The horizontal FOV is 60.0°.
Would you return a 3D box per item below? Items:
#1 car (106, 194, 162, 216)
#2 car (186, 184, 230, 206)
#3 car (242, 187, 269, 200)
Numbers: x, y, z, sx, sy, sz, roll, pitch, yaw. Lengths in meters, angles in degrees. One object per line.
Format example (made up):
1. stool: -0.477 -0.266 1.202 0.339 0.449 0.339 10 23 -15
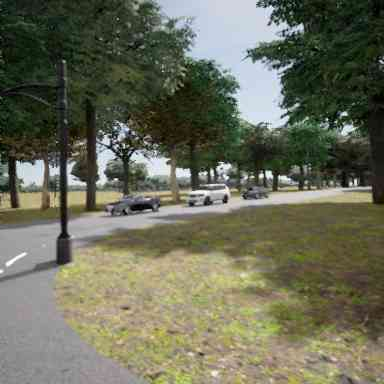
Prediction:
1. car: -4.410 0.920 25.696 2.128 1.511 4.902 -2 1 37
2. car: 1.709 0.248 33.645 2.150 2.045 5.566 -1 1 38
3. car: 8.056 0.128 41.854 1.837 1.490 4.892 -2 1 38
